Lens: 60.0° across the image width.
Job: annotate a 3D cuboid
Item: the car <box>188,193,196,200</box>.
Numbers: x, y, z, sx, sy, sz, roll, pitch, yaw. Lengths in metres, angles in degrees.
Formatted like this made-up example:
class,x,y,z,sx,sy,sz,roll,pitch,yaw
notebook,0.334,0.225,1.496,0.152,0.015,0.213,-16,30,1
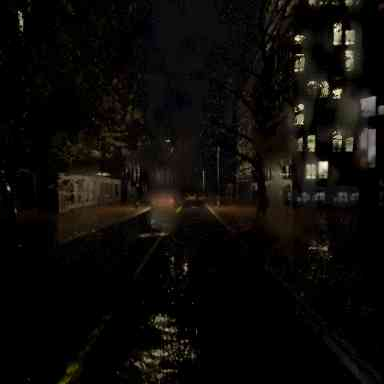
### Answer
class,x,y,z,sx,sy,sz,roll,pitch,yaw
car,-0.006,0.979,78.158,1.837,1.490,4.892,0,0,0

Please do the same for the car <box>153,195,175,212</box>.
class,x,y,z,sx,sy,sz,roll,pitch,yaw
car,-3.004,1.139,35.924,2.097,1.767,4.553,0,0,0

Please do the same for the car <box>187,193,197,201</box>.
class,x,y,z,sx,sy,sz,roll,pitch,yaw
car,-0.005,1.106,67.743,1.882,1.535,5.008,0,0,0
